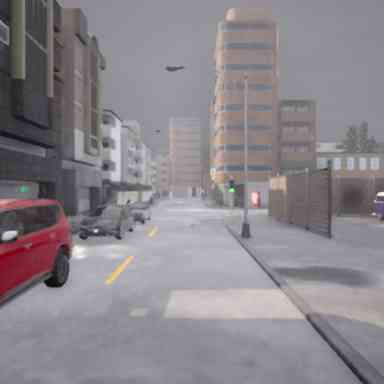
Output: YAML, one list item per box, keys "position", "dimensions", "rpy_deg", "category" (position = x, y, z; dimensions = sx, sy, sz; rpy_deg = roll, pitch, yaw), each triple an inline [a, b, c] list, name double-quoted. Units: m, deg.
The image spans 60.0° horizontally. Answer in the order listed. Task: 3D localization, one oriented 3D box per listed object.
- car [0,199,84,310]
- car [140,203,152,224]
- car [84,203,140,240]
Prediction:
- position: [-4.080, 1.184, 6.262]
  dimensions: [2.150, 2.045, 5.566]
  rpy_deg: [0, 0, 0]
  category: "car"
- position: [-3.998, 1.468, 23.376]
  dimensions: [1.895, 1.301, 4.718]
  rpy_deg: [0, 0, 0]
  category: "car"
- position: [-4.067, 1.407, 16.538]
  dimensions: [1.837, 1.490, 4.892]
  rpy_deg: [0, 0, 0]
  category: "car"
